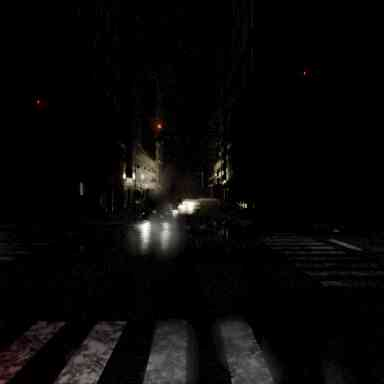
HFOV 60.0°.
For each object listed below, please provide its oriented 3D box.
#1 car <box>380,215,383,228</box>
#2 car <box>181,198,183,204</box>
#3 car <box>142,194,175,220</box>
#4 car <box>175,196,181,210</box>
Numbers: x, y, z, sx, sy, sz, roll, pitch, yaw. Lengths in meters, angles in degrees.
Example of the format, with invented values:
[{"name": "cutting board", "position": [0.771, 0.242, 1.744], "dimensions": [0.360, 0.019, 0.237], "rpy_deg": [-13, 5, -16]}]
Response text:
[{"name": "car", "position": [12.339, 1.282, 16.815], "dimensions": [5.009, 1.841, 2.192], "rpy_deg": [0, 0, 0]}, {"name": "car", "position": [-2.795, 1.525, 62.204], "dimensions": [1.994, 1.385, 4.181], "rpy_deg": [0, 0, 0]}, {"name": "car", "position": [-2.855, 1.213, 28.186], "dimensions": [2.150, 2.045, 5.566], "rpy_deg": [0, 0, 0]}, {"name": "car", "position": [-2.870, 1.332, 42.464], "dimensions": [2.097, 1.767, 4.553], "rpy_deg": [0, 0, 0]}]
